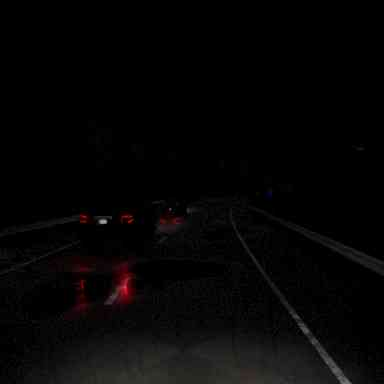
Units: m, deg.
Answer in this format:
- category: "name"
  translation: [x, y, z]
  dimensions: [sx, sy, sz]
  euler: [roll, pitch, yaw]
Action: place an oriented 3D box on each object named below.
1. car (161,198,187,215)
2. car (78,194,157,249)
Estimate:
- category: "car"
  translation: [-1.560, 1.250, 30.688]
  dimensions: [2.128, 1.511, 4.902]
  euler: [0, 0, 6]
- category: "car"
  translation: [-2.945, 1.107, 14.234]
  dimensions: [2.150, 2.045, 5.566]
  euler: [0, 0, 3]
